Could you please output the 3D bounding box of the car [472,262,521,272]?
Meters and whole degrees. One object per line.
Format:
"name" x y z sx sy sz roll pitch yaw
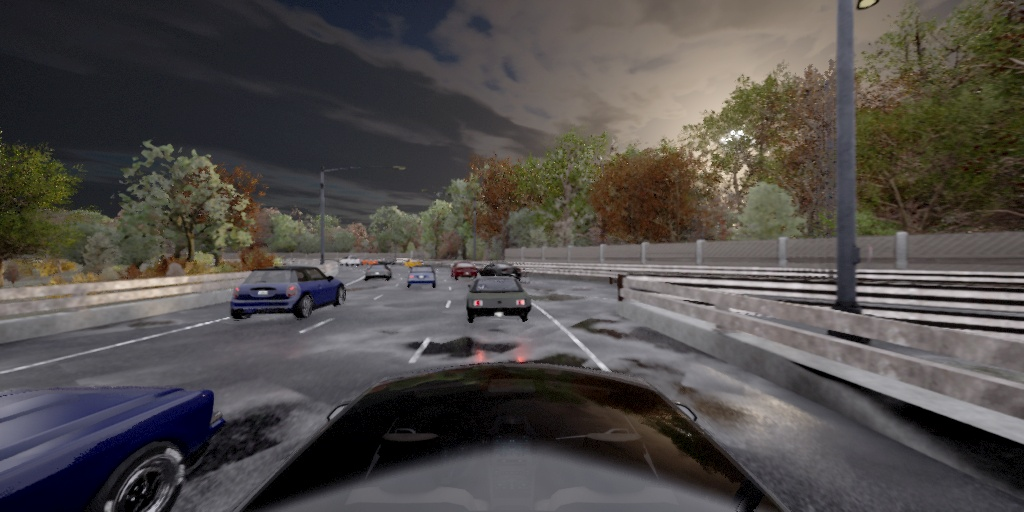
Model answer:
"car" -1.124 1.238 28.343 1.882 1.535 5.008 -1 0 -30

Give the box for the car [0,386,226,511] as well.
"car" -3.502 1.363 1.024 1.895 1.301 4.718 0 0 1

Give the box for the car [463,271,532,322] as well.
"car" -0.589 1.356 12.359 1.895 1.301 4.718 0 0 -6

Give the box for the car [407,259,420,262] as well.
"car" -16.481 1.299 59.496 1.882 1.535 5.008 0 0 -31

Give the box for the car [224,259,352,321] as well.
"car" -7.738 1.132 12.920 2.097 1.767 4.553 0 0 -6

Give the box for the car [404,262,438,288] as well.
"car" -6.095 1.325 24.424 2.033 1.411 5.357 0 0 -12

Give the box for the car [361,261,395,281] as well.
"car" -11.376 1.361 30.727 1.994 1.385 4.181 0 0 -16

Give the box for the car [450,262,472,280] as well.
"car" -4.292 1.250 31.452 1.882 1.535 5.008 0 0 -15
